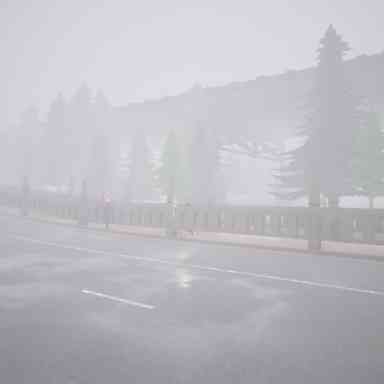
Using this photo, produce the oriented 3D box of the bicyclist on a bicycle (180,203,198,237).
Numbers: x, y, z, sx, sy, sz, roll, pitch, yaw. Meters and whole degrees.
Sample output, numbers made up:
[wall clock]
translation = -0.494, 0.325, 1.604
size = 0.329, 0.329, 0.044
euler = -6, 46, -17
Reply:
[bicyclist on a bicycle]
translation = -0.132, 1.338, 16.139
size = 0.582, 1.620, 1.656
euler = -3, -5, 32
